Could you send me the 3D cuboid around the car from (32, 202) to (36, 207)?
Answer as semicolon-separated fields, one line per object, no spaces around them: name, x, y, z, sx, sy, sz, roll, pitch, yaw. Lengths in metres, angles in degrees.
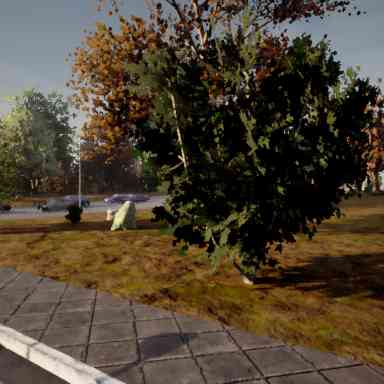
car;-18.453;1.396;44.572;2.033;1.411;5.357;0;2;39

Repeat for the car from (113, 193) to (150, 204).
car;-8.807;0.959;50.907;2.033;1.411;5.357;0;3;39

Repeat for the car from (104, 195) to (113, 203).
car;-11.736;0.965;52.833;1.812;1.442;4.674;0;3;39

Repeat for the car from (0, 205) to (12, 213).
car;-21.777;1.646;34.907;1.895;1.301;4.718;0;1;39

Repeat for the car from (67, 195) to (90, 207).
car;-15.500;1.178;42.656;2.097;1.767;4.553;0;2;39

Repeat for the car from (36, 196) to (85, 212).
car;-14.785;1.473;37.682;1.994;1.385;4.181;0;1;39
